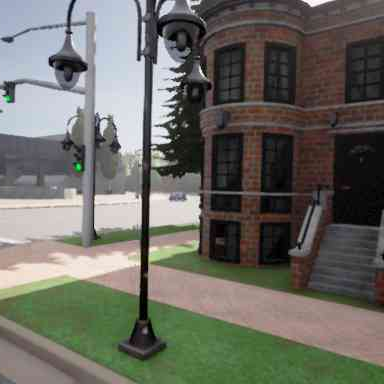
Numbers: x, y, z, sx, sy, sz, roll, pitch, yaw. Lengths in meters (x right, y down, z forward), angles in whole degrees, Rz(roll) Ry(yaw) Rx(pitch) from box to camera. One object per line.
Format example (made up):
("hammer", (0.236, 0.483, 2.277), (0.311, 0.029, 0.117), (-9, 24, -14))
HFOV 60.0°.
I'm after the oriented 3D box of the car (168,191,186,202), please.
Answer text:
("car", (-1.987, 0.618, 47.085), (1.812, 1.442, 4.674), (2, 1, 9))
